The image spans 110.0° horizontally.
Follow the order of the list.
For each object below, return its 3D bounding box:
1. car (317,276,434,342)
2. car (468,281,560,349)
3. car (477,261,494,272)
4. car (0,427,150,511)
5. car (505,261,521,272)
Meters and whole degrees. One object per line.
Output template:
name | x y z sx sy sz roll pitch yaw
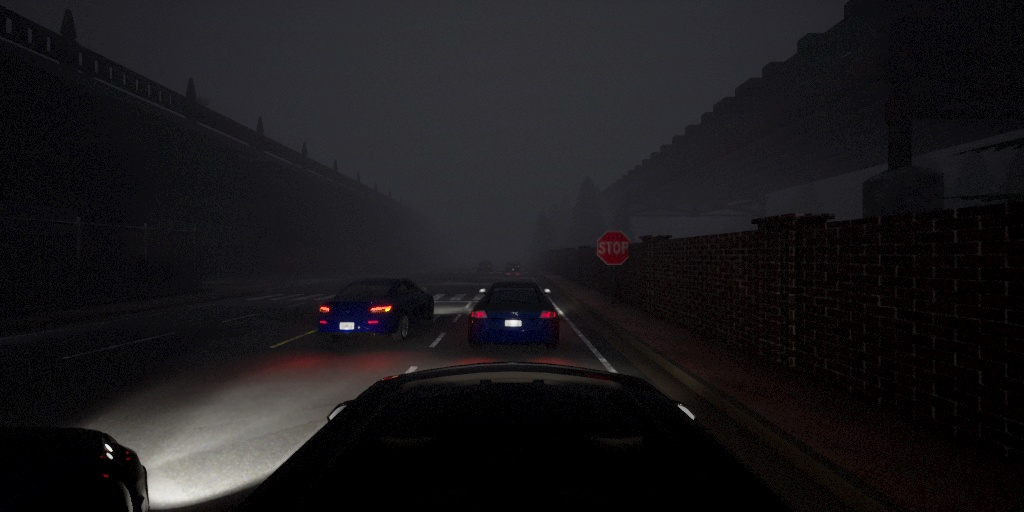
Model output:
car | -3.412 1.276 9.698 1.812 1.442 4.674 0 0 0
car | 0.070 1.314 9.176 1.994 1.385 4.181 0 0 1
car | -3.394 1.297 45.835 2.033 1.411 5.357 0 0 -1
car | -3.398 1.314 0.602 1.994 1.385 4.181 0 0 0
car | 0.101 1.351 45.994 1.895 1.301 4.718 0 0 -1
